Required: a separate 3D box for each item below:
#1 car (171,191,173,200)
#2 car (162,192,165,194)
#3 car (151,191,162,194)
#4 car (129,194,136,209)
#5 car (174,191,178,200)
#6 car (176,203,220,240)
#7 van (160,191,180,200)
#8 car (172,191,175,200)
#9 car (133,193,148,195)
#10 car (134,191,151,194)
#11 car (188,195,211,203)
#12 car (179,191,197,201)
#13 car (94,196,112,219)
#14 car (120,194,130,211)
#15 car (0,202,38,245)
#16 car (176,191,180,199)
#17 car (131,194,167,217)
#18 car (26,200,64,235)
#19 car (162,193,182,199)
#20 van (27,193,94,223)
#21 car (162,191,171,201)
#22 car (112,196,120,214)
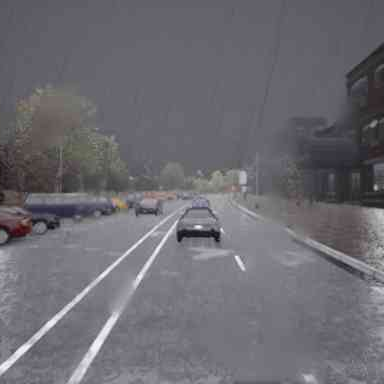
[{"bbox_3d":[-6.629,1.120,64.146,4.674,1.452,2.002,-1,0,-15],"label":"car"},{"bbox_3d":[-7.360,1.156,55.266,4.674,1.452,2.002,-1,0,-16],"label":"car"},{"bbox_3d":[-7.815,0.894,49.326,5.566,2.045,2.435,-1,1,-16],"label":"car"},{"bbox_3d":[-8.608,1.261,34.518,4.792,1.488,2.163,-1,0,-17],"label":"car"},{"bbox_3d":[-6.085,1.097,70.023,4.674,1.452,2.002,-1,0,-15],"label":"car"},{"bbox_3d":[0.316,1.446,16.153,1.994,1.385,4.181,0,0,1],"label":"car"},{"bbox_3d":[-5.305,0.789,78.857,4.442,1.987,1.878,-1,1,-14],"label":"van"},{"bbox_3d":[-6.345,1.109,67.087,4.674,1.452,2.002,0,0,-15],"label":"car"},{"bbox_3d":[-8.342,1.195,40.447,4.892,1.521,2.231,-1,0,-17],"label":"car"},{"bbox_3d":[-8.131,1.050,43.412,4.553,1.767,2.185,-1,1,-17],"label":"car"},{"bbox_3d":[0.958,1.286,34.560,2.033,1.411,5.357,0,0,3],"label":"car"},{"bbox_3d":[-0.821,1.089,69.352,2.033,1.411,5.357,0,0,5],"label":"car"},{"bbox_3d":[-9.016,1.295,25.606,5.008,1.535,2.097,-1,0,-18],"label":"car"},{"bbox_3d":[-8.767,1.252,31.538,5.008,1.535,2.097,-1,1,-18],"label":"car"},{"bbox_3d":[-9.328,1.390,13.721,5.008,1.535,2.097,-1,1,-19],"label":"car"},{"bbox_3d":[-5.986,1.044,72.935,5.366,1.575,1.946,-1,0,-15],"label":"car"},{"bbox_3d":[-3.633,1.258,28.937,1.882,1.535,5.008,0,0,2],"label":"car"},{"bbox_3d":[-9.280,1.366,16.698,5.008,1.535,2.097,-1,0,-19],"label":"car"},{"bbox_3d":[-4.865,1.034,81.846,4.674,1.452,2.002,-1,0,-14],"label":"car"},{"bbox_3d":[-9.221,1.094,22.589,4.442,1.987,1.878,-1,1,-18],"label":"van"},{"bbox_3d":[-6.949,1.097,58.278,5.366,1.575,1.946,-1,0,-16],"label":"car"},{"bbox_3d":[-8.866,1.147,28.574,4.553,1.767,2.185,-1,1,-18],"label":"car"}]
